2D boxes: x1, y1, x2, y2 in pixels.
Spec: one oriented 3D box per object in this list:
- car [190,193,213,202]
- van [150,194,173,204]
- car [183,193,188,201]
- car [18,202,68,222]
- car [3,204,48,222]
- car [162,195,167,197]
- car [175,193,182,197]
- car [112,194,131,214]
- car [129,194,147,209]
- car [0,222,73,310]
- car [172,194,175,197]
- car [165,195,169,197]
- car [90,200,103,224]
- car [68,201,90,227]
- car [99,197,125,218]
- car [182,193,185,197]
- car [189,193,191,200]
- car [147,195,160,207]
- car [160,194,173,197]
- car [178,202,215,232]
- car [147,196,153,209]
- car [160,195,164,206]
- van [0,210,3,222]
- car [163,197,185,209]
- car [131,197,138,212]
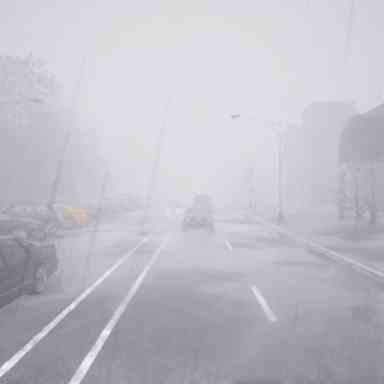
[{"bbox_3d":[1.306,1.294,40.473,2.150,2.045,5.566,0,0,3],"label":"car"},{"bbox_3d":[-6.331,1.466,68.020,4.442,1.987,1.878,-1,0,-15],"label":"van"},{"bbox_3d":[-4.498,1.711,82.878,5.366,1.575,1.946,-1,0,-14],"label":"car"},{"bbox_3d":[-9.199,1.375,17.692,4.553,1.767,2.185,-1,0,-19],"label":"car"},{"bbox_3d":[-9.308,1.497,14.721,5.008,1.535,2.097,-1,0,-19],"label":"car"},{"bbox_3d":[-7.209,1.681,56.235,4.674,1.452,2.002,0,-1,-15],"label":"car"},{"bbox_3d":[-5.299,1.585,76.930,4.553,1.767,2.185,-1,0,-14],"label":"car"},{"bbox_3d":[-8.668,1.411,32.540,4.553,1.767,2.185,-1,0,-18],"label":"car"},{"bbox_3d":[-8.434,1.307,38.458,5.566,2.045,2.435,-1,0,-17],"label":"car"},{"bbox_3d":[-4.204,1.549,5.982,2.033,1.411,5.357,0,0,1],"label":"car"},{"bbox_3d":[-6.483,1.680,65.093,5.008,1.535,2.097,-1,0,-15],"label":"car"},{"bbox_3d":[-6.989,1.696,59.174,4.674,1.452,2.002,-1,0,-15],"label":"car"},{"bbox_3d":[-9.023,1.542,23.637,4.792,1.488,2.163,-1,0,-18],"label":"car"},{"bbox_3d":[-9.141,1.507,20.656,5.008,1.535,2.097,-1,0,-18],"label":"car"},{"bbox_3d":[-8.838,1.530,29.570,4.892,1.521,2.231,-1,0,-18],"label":"car"},{"bbox_3d":[-5.015,1.715,79.880,4.892,1.521,2.231,-1,0,-14],"label":"car"},{"bbox_3d":[-3.345,1.580,94.607,4.553,1.767,2.185,-1,0,-13],"label":"car"},{"bbox_3d":[-7.692,1.590,47.419,5.366,1.575,1.946,-1,-1,-16],"label":"car"},{"bbox_3d":[-6.930,1.668,62.087,5.366,1.575,1.946,-1,0,-15],"label":"car"},{"bbox_3d":[0.430,1.565,20.453,2.033,1.411,5.357,0,0,1],"label":"car"},{"bbox_3d":[-8.061,1.622,44.401,4.674,1.452,2.002,-1,-1,-17],"label":"car"},{"bbox_3d":[-7.453,1.665,53.290,4.674,1.452,2.002,-1,0,-16],"label":"car"},{"bbox_3d":[-9.472,1.269,11.703,4.442,1.987,1.878,-1,0,-19],"label":"van"},{"bbox_3d":[-2.556,1.709,48.178,1.895,1.301,4.718,0,0,4],"label":"car"},{"bbox_3d":[-8.560,1.587,35.505,4.674,1.452,2.002,-1,-1,-17],"label":"car"}]
